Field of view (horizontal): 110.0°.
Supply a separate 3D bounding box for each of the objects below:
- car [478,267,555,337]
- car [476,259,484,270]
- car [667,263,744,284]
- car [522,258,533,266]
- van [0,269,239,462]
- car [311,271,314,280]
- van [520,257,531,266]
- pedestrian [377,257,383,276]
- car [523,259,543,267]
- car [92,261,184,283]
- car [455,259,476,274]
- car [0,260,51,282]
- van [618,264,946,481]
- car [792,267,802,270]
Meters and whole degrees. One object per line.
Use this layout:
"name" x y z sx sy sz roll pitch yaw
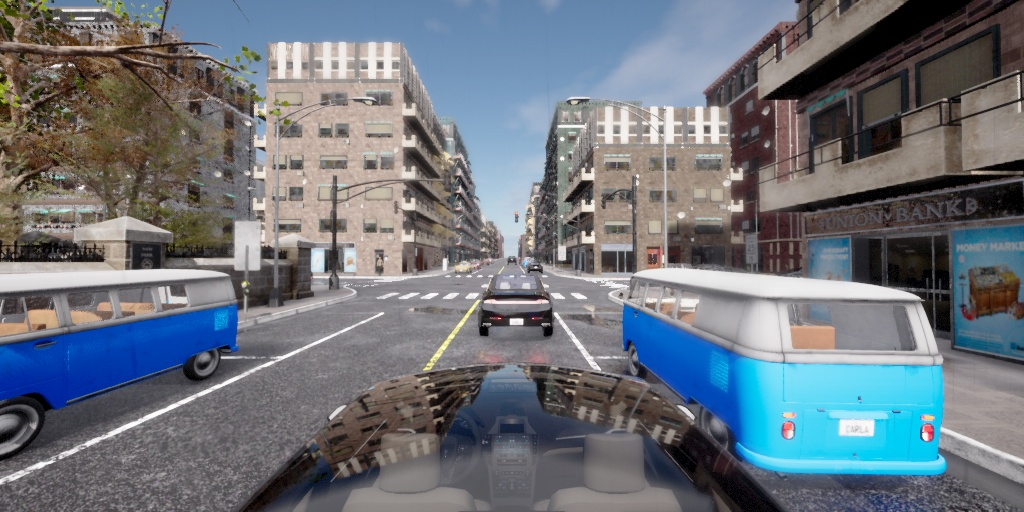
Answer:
"car" 0.101 1.244 10.354 2.128 1.511 4.902 0 0 0
"car" -5.686 1.208 53.857 1.967 1.591 4.097 0 0 0
"car" 15.094 1.357 28.144 5.008 1.535 1.882 0 -1 1
"car" 2.695 1.317 48.214 2.007 1.370 4.403 0 0 0
"van" -5.656 1.092 4.627 1.690 1.789 3.998 0 0 0
"car" -16.586 0.999 25.323 4.553 1.767 2.097 0 -1 1
"van" 2.696 1.112 59.498 1.690 1.789 3.998 0 0 0
"pedestrian" -12.536 0.967 34.014 0.375 1.860 0.375 0 -1 1
"car" 2.695 1.330 42.571 1.948 1.339 4.313 0 0 0
"car" -26.411 1.119 25.439 4.674 1.442 1.812 0 -1 1
"car" -5.686 1.289 42.402 1.751 1.417 4.829 0 0 0
"car" -36.510 1.044 25.567 4.892 1.490 1.837 0 -1 1
"van" 2.659 1.092 4.625 1.690 1.789 3.998 0 0 0
"car" 24.995 1.461 28.025 4.674 1.442 1.812 0 -1 1
